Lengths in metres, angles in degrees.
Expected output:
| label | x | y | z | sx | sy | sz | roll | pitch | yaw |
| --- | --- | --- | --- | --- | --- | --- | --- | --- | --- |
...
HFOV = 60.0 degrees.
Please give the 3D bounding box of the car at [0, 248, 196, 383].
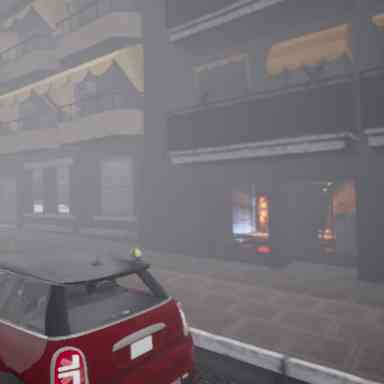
| label | x | y | z | sx | sy | sz | roll | pitch | yaw |
| --- | --- | --- | --- | --- | --- | --- | --- | --- | --- |
| car | -2.038 | 1.431 | 4.158 | 4.097 | 1.590 | 1.967 | 0 | -1 | 36 |
